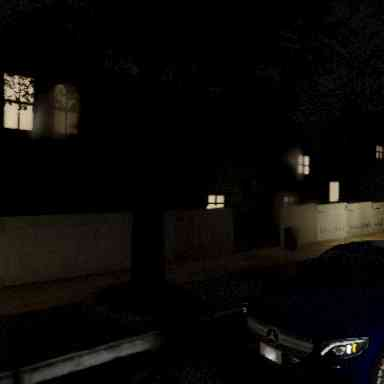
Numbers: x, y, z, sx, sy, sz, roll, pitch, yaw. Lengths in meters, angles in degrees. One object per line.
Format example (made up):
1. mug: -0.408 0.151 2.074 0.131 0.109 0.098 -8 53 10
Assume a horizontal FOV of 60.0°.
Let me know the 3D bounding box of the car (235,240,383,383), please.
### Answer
1. car: 2.767 1.526 5.044 4.674 1.442 1.812 0 0 -35
